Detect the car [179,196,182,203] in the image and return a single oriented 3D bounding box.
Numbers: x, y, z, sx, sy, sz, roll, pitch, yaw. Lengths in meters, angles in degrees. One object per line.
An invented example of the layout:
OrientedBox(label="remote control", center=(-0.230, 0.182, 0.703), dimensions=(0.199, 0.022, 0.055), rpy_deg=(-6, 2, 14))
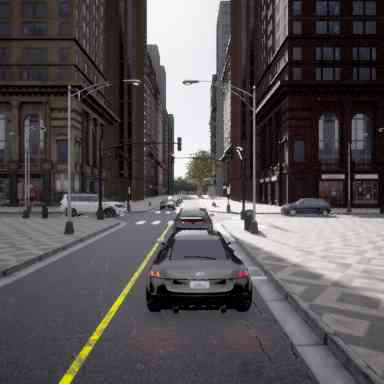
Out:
OrientedBox(label="car", center=(-3.081, 1.494, 52.850), dimensions=(2.128, 1.511, 4.902), rpy_deg=(0, 0, 0))

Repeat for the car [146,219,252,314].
OrientedBox(label="car", center=(0.110, 1.564, 7.724), dimensions=(1.994, 1.385, 4.181), rpy_deg=(0, 0, -1))

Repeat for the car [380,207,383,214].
OrientedBox(label="car", center=(20.525, 1.630, 32.076), dimensions=(4.181, 1.385, 1.994), rpy_deg=(0, 0, 0))

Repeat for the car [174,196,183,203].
OrientedBox(label="car", center=(-2.986, 1.549, 73.497), dimensions=(1.812, 1.442, 4.674), rpy_deg=(0, 0, 0))

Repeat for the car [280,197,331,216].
OrientedBox(label="car", center=(10.869, 1.388, 32.115), dimensions=(4.553, 1.767, 2.097), rpy_deg=(0, 0, 1))

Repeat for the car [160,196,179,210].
OrientedBox(label="car", center=(-3.083, 1.547, 43.089), dimensions=(2.033, 1.411, 5.357), rpy_deg=(0, 0, 0))

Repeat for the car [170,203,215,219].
OrientedBox(label="car", center=(0.064, 1.505, 16.632), dimensions=(1.837, 1.490, 4.892), rpy_deg=(0, 0, 0))

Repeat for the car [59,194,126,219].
OrientedBox(label="car", center=(-8.572, 1.193, 28.889), dimensions=(5.566, 2.045, 2.150), rpy_deg=(0, 0, 0))
